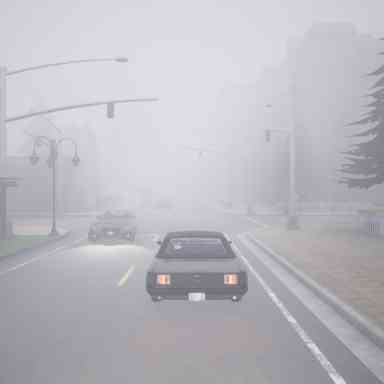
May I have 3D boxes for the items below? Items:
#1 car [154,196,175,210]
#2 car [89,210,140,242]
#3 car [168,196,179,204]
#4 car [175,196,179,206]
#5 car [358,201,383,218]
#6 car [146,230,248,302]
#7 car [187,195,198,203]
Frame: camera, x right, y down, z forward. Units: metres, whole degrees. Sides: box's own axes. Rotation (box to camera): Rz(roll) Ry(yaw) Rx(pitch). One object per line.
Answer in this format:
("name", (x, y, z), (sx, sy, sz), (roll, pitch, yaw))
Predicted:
("car", (-3.606, 1.526, 42.705), (1.812, 1.442, 4.674), (0, 0, 1))
("car", (-3.610, 1.564, 16.173), (1.994, 1.385, 4.181), (0, 0, -5))
("car", (-3.568, 1.564, 64.928), (1.994, 1.385, 4.181), (0, 0, 0))
("car", (-3.601, 1.601, 52.751), (1.895, 1.301, 4.718), (0, 0, 0))
("car", (16.862, 1.493, 28.536), (5.008, 1.535, 1.882), (0, 0, -2))
("car", (0.067, 1.601, 8.220), (1.895, 1.301, 4.718), (0, 0, -1))
("car", (0.079, 1.352, 69.196), (2.097, 1.767, 4.553), (0, 0, 0))
